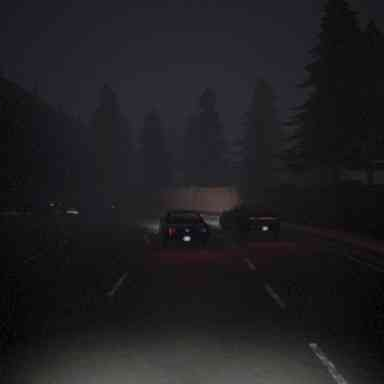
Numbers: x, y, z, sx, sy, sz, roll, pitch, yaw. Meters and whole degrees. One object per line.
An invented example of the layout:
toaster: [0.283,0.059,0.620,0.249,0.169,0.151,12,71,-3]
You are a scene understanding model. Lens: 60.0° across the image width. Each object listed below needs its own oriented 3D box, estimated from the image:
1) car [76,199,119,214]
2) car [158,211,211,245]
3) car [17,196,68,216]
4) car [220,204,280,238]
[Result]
car: [-9.097,1.341,31.877,4.181,1.385,1.994,0,0,28]
car: [-0.498,1.495,15.045,1.895,1.301,4.718,0,0,-8]
car: [-13.563,1.141,30.056,4.553,1.767,2.097,0,1,23]
car: [2.807,1.373,17.073,2.128,1.511,4.902,0,1,-10]
